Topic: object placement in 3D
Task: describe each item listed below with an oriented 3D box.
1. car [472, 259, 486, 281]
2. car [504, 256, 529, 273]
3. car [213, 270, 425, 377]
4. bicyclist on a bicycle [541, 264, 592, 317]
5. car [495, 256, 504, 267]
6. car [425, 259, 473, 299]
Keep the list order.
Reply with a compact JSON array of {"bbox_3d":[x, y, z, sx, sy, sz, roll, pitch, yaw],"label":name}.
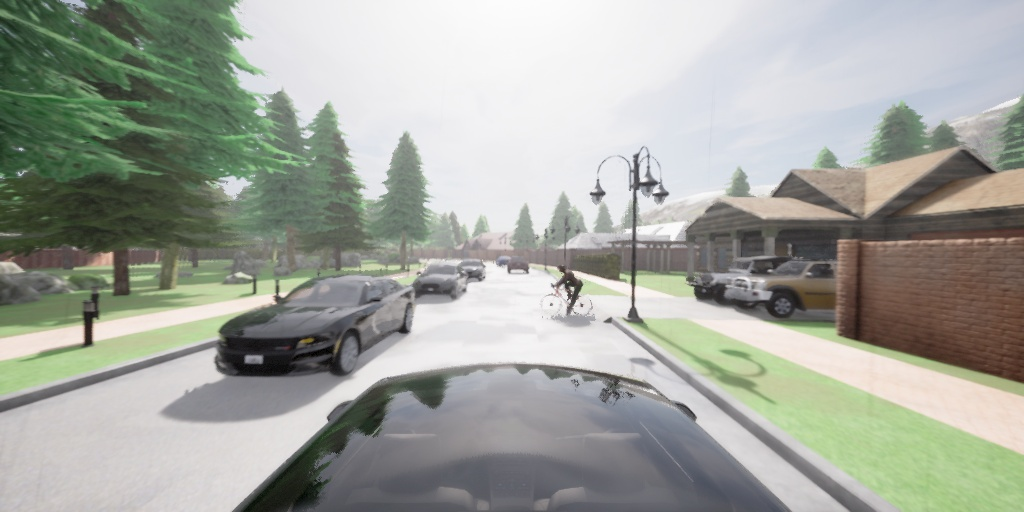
[{"bbox_3d":[-2.996,0.993,26.747,1.837,1.490,4.892,1,1,1],"label":"car"},{"bbox_3d":[0.556,0.791,37.373,2.097,1.767,4.553,1,1,-3],"label":"car"},{"bbox_3d":[-3.484,1.133,7.434,1.882,1.535,5.008,1,1,2],"label":"car"},{"bbox_3d":[1.737,1.099,11.378,1.656,1.620,0.582,1,1,2],"label":"bicyclist on a bicycle"},{"bbox_3d":[-1.174,0.766,51.664,1.882,1.535,5.008,1,1,-11],"label":"car"},{"bbox_3d":[-3.226,1.078,16.927,1.837,1.490,4.892,1,1,1],"label":"car"}]
